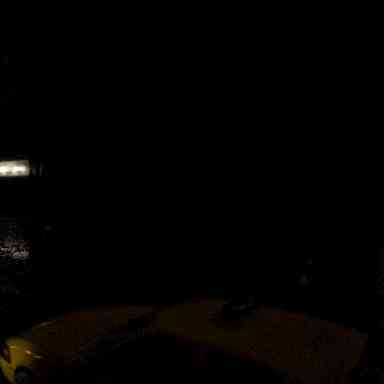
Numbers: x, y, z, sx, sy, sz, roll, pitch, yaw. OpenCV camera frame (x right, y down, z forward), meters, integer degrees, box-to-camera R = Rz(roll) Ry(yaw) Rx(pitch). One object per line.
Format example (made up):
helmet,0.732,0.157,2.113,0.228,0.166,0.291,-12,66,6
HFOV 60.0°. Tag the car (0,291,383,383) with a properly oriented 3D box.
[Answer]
car,0.150,1.509,2.738,4.829,1.417,1.752,1,1,37
